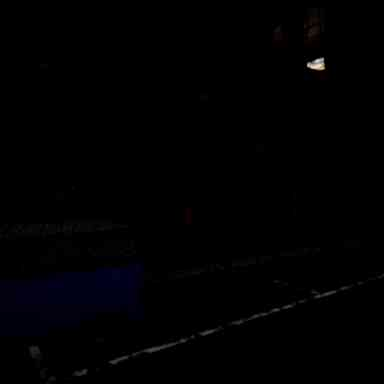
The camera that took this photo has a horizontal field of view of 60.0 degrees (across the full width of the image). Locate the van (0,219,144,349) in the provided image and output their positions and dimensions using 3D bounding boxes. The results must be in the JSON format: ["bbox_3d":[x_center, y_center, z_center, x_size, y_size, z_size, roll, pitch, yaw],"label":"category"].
[{"bbox_3d":[-2.663,1.338,4.660,3.998,1.788,1.690,-1,0,-35],"label":"van"}]
